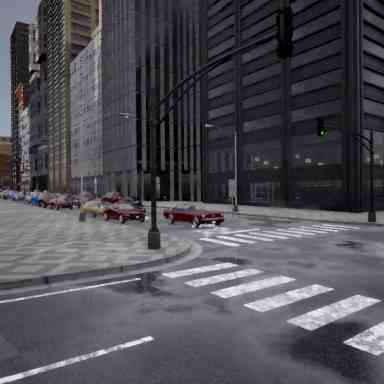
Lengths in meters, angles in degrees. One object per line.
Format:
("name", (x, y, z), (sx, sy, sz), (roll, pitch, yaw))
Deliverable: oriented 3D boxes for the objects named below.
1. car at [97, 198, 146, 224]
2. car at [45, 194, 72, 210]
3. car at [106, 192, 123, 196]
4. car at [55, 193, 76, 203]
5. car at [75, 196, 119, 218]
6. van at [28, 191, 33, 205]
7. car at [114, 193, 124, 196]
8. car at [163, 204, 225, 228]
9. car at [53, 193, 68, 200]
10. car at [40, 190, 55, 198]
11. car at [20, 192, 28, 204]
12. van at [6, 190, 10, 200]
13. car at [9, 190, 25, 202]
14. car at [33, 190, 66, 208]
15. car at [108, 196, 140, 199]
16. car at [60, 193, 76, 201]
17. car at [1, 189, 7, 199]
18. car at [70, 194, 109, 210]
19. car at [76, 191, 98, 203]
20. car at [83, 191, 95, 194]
("car", (-4.954, 1.415, 24.035), (1.887, 1.381, 4.507), (0, 1, -36))
("car", (-14.852, 1.274, 37.701), (1.887, 1.381, 4.507), (0, 1, -36))
("car", (-11.245, 0.897, 47.253), (2.192, 1.841, 5.009), (0, 1, -36))
("car", (-21.865, 0.968, 57.356), (2.128, 1.511, 4.902), (-1, 1, -36))
("car", (-8.154, 1.352, 28.452), (1.752, 1.417, 4.829), (0, 1, -36))
("van", (-21.450, 0.968, 46.811), (1.690, 1.788, 3.998), (0, 1, -36))
("car", (-7.946, 1.199, 42.700), (1.947, 1.339, 4.313), (0, 1, -36))
("car", (0.057, 1.479, 21.768), (1.895, 1.301, 4.718), (-1, 1, -35))
("car", (-27.741, 0.853, 70.030), (1.887, 1.381, 4.507), (0, 1, -36))
("car", (-34.338, 0.508, 79.138), (2.192, 1.841, 5.009), (0, 1, -36))
("car", (-24.750, 1.125, 51.367), (2.008, 1.369, 4.403), (0, 1, -36))
("van", (-34.647, 0.746, 65.031), (1.690, 1.788, 3.998), (0, 1, -36))
("car", (-31.348, 0.902, 60.477), (1.967, 1.590, 4.097), (0, 1, -36))
("car", (-18.151, 0.994, 42.255), (2.192, 1.841, 5.009), (0, 1, -36))
("car", (-5.773, 1.361, 29.872), (1.994, 1.385, 4.181), (-1, 1, -35))
("car", (-24.442, 0.947, 65.476), (1.802, 1.307, 4.206), (0, 1, -36))
("car", (-37.946, 0.662, 69.586), (2.192, 1.841, 5.009), (0, 1, -36))
("car", (-11.892, 1.257, 38.303), (2.033, 1.411, 5.357), (-1, 1, -37))
("car", (-17.842, 0.792, 56.363), (2.192, 1.841, 5.009), (0, 1, -36))
("car", (-15.863, 1.065, 49.154), (2.128, 1.511, 4.902), (-1, 1, -35))
